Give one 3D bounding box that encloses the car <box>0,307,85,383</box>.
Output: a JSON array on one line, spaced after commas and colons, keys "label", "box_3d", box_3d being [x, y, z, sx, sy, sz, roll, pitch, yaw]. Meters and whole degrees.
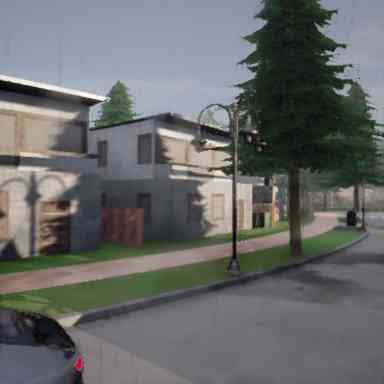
[{"label": "car", "box_3d": [-2.890, 1.574, 2.211, 4.181, 1.385, 1.994, 1, -1, -37]}]
